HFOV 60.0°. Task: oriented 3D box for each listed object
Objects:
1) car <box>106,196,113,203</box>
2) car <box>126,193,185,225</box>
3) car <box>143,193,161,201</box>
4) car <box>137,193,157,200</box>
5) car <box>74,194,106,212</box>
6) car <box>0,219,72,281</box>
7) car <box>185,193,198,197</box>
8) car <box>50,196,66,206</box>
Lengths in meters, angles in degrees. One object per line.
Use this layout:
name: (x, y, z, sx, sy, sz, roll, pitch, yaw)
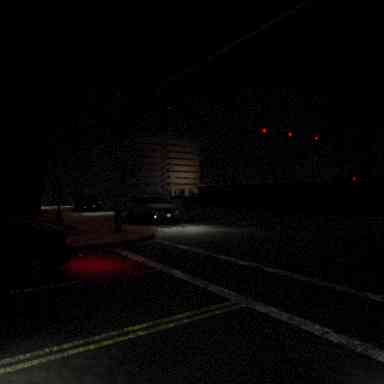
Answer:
car: (-17.252, 1.526, 66.768, 1.812, 1.442, 4.674, 0, 0, -33)
car: (-3.044, 1.222, 24.762, 2.150, 2.045, 5.566, 0, 0, -33)
car: (-9.827, 1.156, 81.483, 3.866, 1.878, 1.905, 0, 0, -34)
car: (-11.404, 1.153, 83.910, 4.605, 1.855, 1.932, 0, 0, -34)
car: (-12.399, 1.220, 39.359, 2.150, 2.045, 5.566, 0, 0, -33)
car: (-5.660, 1.477, 8.324, 5.008, 1.535, 1.882, 0, 0, -35)
car: (1.207, 1.156, 65.255, 3.866, 1.878, 1.905, 0, 0, -34)
car: (-22.144, 1.520, 54.748, 1.837, 1.490, 4.892, 0, 0, -32)
